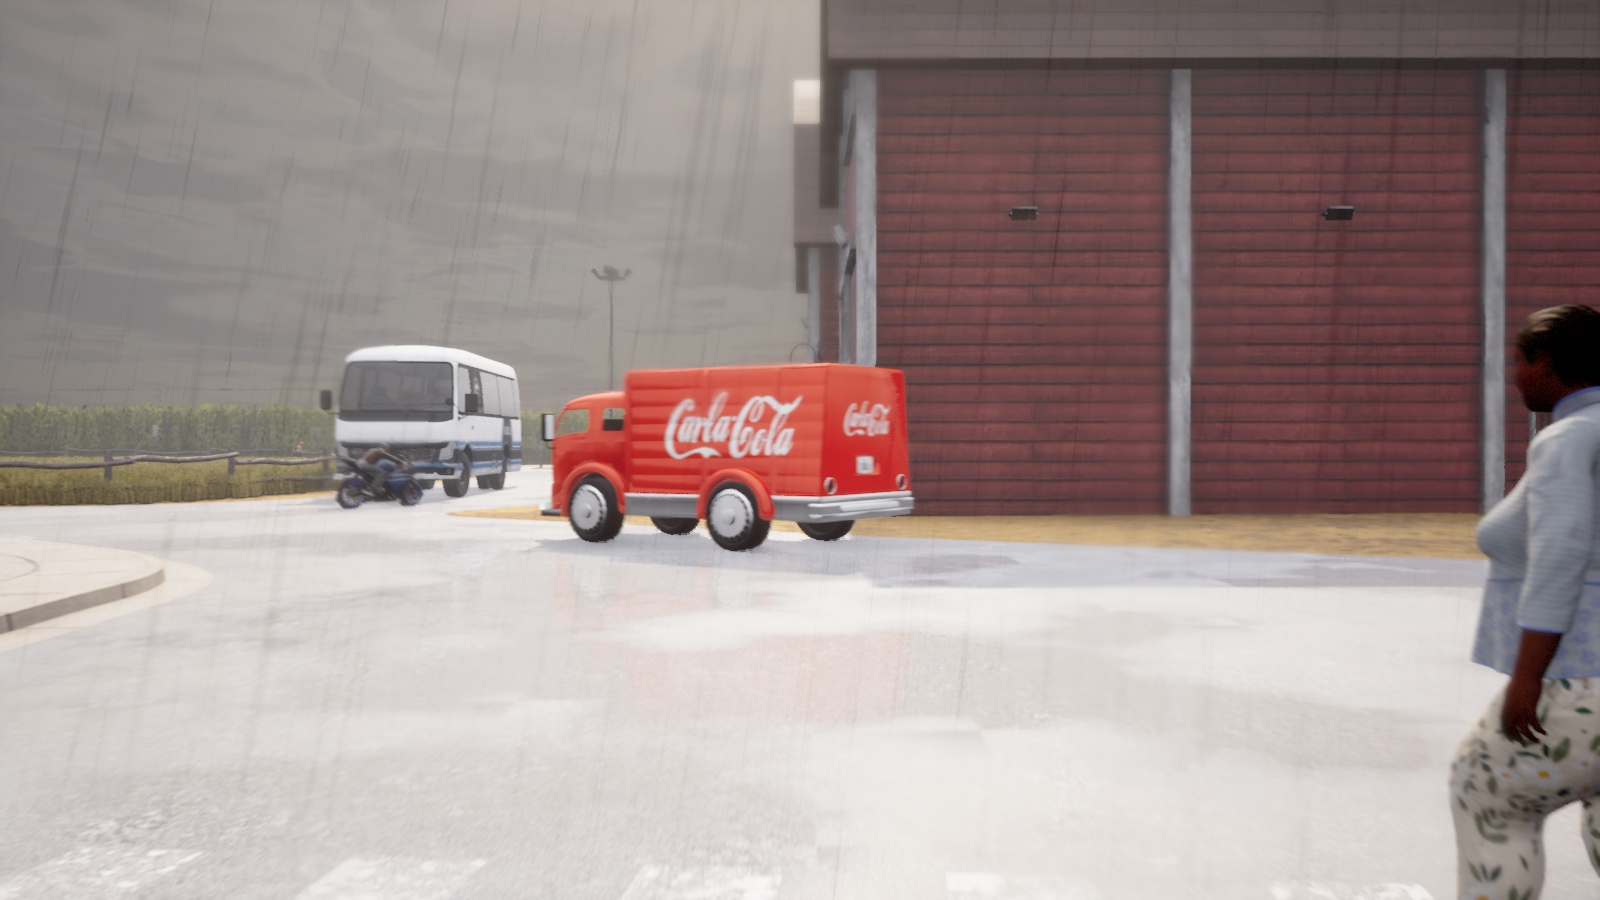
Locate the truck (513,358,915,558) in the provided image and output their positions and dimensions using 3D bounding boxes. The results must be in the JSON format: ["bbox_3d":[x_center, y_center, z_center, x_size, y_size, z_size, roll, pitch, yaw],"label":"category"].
[{"bbox_3d":[-1.284,0.093,17.964,5.204,2.467,2.627,0,0,34],"label":"truck"}]

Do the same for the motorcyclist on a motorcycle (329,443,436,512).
[{"bbox_3d":[-9.553,0.608,28.795,0.866,1.530,2.191,-1,0,38],"label":"motorcyclist on a motorcycle"}]

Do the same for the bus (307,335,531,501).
[{"bbox_3d":[-10.936,-0.853,37.549,3.944,4.253,10.273,0,0,-2],"label":"bus"}]

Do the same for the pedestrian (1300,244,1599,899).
[{"bbox_3d":[1.859,0.517,2.967,0.874,1.855,0.900,0,0,-23],"label":"pedestrian"}]
